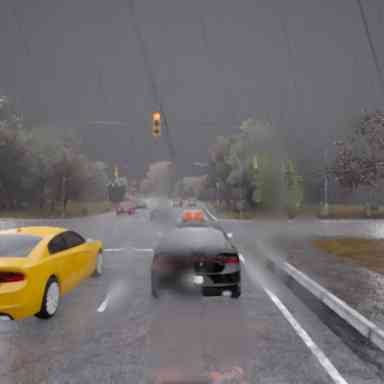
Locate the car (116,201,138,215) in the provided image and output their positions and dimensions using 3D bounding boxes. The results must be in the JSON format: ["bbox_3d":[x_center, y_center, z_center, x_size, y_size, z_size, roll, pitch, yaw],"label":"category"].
[{"bbox_3d":[-10.533,2.553,53.086,2.150,2.045,5.566,0,-1,0],"label":"car"}]

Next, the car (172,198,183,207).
[{"bbox_3d":[-3.439,2.762,76.459,1.994,1.385,4.181,0,1,0],"label":"car"}]

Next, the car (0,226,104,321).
[{"bbox_3d":[-3.415,1.497,7.412,1.882,1.535,5.008,0,-1,0],"label":"car"}]

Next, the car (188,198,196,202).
[{"bbox_3d":[0.061,2.754,76.040,2.033,1.411,5.357,0,1,0],"label":"car"}]

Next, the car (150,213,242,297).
[{"bbox_3d":[0.091,1.512,8.658,1.882,1.535,5.008,0,-1,0],"label":"car"}]

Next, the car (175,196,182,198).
[{"bbox_3d":[-3.526,2.143,86.546,2.150,2.045,5.566,0,1,-3],"label":"car"}]

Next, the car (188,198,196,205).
[{"bbox_3d":[-0.026,2.421,86.601,1.837,1.490,4.892,0,1,-3],"label":"car"}]

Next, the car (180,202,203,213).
[{"bbox_3d":[0.127,2.225,35.407,2.097,1.767,4.553,0,-2,0],"label":"car"}]

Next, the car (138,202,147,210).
[{"bbox_3d":[-10.445,2.857,68.734,2.033,1.411,5.357,0,0,0],"label":"car"}]

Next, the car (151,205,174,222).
[{"bbox_3d":[-3.372,2.413,36.344,1.837,1.490,4.892,0,-2,0],"label":"car"}]
